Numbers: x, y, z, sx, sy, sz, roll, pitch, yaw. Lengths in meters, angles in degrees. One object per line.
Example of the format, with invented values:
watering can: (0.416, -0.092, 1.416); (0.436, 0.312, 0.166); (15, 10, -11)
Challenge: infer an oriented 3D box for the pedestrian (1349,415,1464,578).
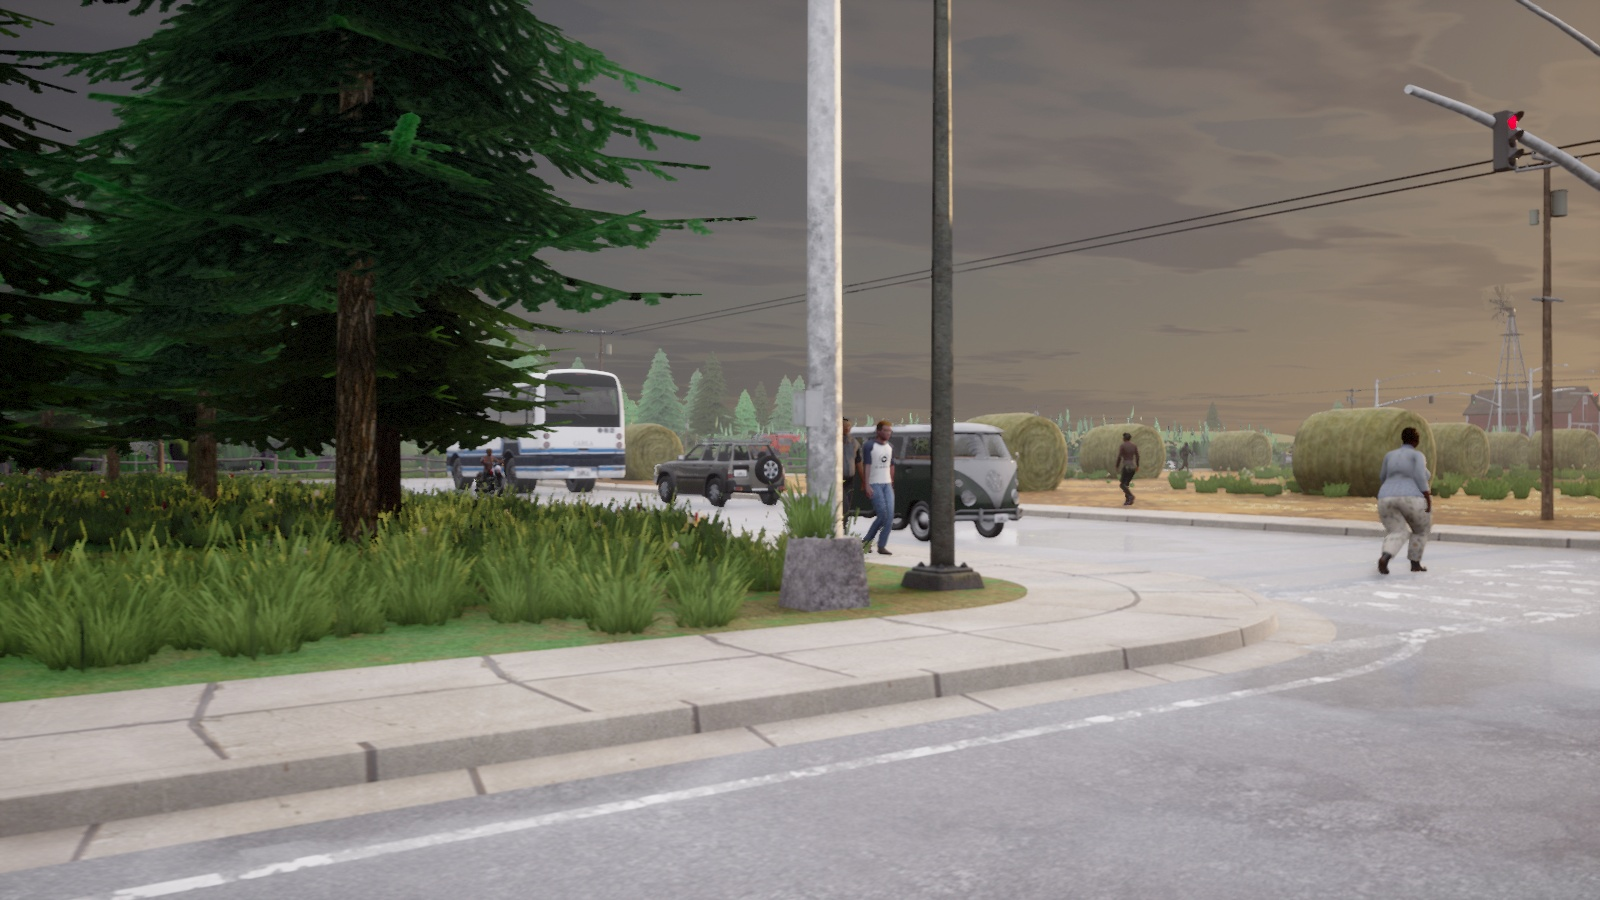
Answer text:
pedestrian: (7.194, 0.534, 14.911); (0.900, 1.855, 0.874); (0, 0, -33)

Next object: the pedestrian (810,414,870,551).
pedestrian: (0.545, 0.435, 17.286); (0.540, 1.848, 0.694); (0, 0, -27)

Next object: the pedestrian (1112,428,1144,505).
pedestrian: (7.817, 0.387, 29.913); (0.328, 1.805, 0.869); (0, 0, -16)

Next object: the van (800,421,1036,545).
van: (1.980, 0.529, 22.389); (1.775, 1.987, 4.442); (0, 0, -34)

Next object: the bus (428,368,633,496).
bus: (-10.363, -0.527, 47.103); (3.944, 4.253, 10.273); (0, -1, -34)

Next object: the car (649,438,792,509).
car: (-2.306, 0.620, 35.079); (1.932, 1.855, 4.605); (0, 0, -34)

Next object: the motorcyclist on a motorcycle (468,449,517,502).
motorcyclist on a motorcycle: (-9.804, 0.793, 39.987); (0.766, 1.649, 2.350); (0, 0, -34)

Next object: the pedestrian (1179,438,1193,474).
pedestrian: (20.919, 0.334, 68.074); (0.395, 1.930, 0.692); (0, 0, -22)

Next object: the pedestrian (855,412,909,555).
pedestrian: (1.073, 0.432, 16.510); (0.354, 1.836, 0.706); (0, 0, -31)
